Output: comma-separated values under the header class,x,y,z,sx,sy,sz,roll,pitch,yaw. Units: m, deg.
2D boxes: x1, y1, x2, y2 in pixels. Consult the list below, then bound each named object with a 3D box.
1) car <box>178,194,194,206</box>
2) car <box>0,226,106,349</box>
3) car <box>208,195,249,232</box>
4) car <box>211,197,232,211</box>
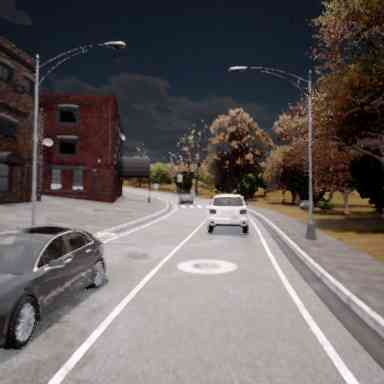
class,x,y,z,sx,sy,sz,roll,pitch,yaw
car,-0.892,1.051,47.267,1.882,1.535,5.008,1,1,-7
car,-3.162,1.486,6.324,1.837,1.490,4.892,0,0,5
car,2.171,1.166,19.739,2.150,2.045,5.566,0,0,7
car,3.370,1.358,38.901,1.895,1.301,4.718,1,1,-1
